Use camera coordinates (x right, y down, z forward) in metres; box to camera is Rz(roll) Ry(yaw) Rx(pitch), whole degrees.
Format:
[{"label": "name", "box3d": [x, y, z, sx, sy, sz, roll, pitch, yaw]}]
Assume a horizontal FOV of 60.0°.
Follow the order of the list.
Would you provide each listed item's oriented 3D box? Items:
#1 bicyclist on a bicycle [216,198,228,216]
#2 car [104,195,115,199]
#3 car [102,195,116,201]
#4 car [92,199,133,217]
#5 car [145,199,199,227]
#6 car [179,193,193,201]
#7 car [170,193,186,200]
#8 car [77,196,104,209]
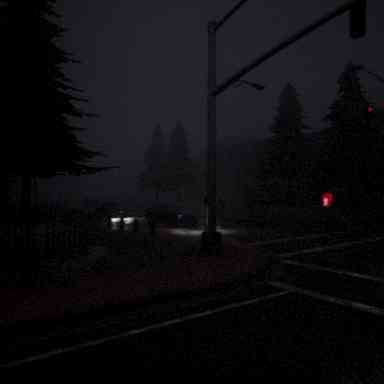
[{"label": "bicyclist on a bicycle", "box3d": [2.656, 1.395, 30.412, 1.656, 1.620, 0.582, 0, 0, -37]}, {"label": "car", "box3d": [-18.740, 1.502, 75.219, 1.845, 1.501, 3.633, 0, 0, -37]}, {"label": "car", "box3d": [-20.780, 1.524, 82.951, 1.970, 1.475, 3.806, 0, 0, -37]}, {"label": "car", "box3d": [-7.519, 1.628, 31.465, 1.994, 1.385, 4.181, 0, 0, -37]}, {"label": "car", "box3d": [-1.505, 1.542, 23.523, 1.882, 1.535, 5.008, 0, 0, -37]}, {"label": "car", "box3d": [-1.666, 1.292, 88.272, 1.905, 1.878, 3.866, 0, 0, -37]}, {"label": "car", "box3d": [-3.750, 1.301, 86.206, 1.932, 1.855, 4.605, 0, 0, -37]}, {"label": "car", "box3d": [-14.516, 1.675, 47.466, 1.895, 1.301, 4.718, 0, 0, -32]}]
